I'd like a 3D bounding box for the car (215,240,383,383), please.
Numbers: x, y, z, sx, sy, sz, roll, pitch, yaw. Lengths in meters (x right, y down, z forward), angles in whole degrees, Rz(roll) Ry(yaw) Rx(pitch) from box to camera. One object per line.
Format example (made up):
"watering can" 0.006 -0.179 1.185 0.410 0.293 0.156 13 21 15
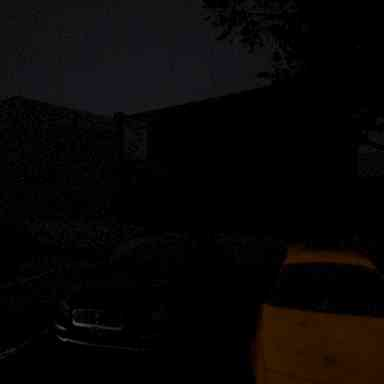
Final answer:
"car" 1.835 1.485 4.569 1.946 1.575 5.366 0 -1 16

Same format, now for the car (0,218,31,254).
"car" -7.859 1.634 11.752 2.002 1.452 4.674 0 -1 16

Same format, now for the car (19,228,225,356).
"car" -0.549 1.518 6.503 2.231 1.521 4.892 0 -1 16
